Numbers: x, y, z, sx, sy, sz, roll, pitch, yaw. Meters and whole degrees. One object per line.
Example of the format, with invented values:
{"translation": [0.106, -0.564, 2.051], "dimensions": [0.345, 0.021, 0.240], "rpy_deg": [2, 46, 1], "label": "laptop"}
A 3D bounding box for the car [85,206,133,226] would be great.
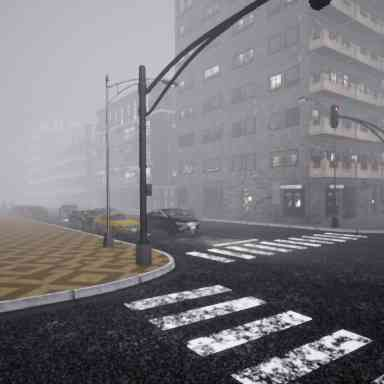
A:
{"translation": [-7.255, 1.994, 28.635], "dimensions": [2.033, 1.411, 5.357], "rpy_deg": [-1, -1, -37], "label": "car"}

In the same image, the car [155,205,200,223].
{"translation": [-1.424, 1.915, 30.461], "dimensions": [2.008, 1.369, 4.403], "rpy_deg": [-2, 0, -36], "label": "car"}

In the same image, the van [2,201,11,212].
{"translation": [-31.618, 2.433, 57.390], "dimensions": [1.690, 1.788, 3.998], "rpy_deg": [-2, 0, -36], "label": "van"}

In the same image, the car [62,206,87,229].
{"translation": [-8.175, 2.002, 25.498], "dimensions": [1.947, 1.339, 4.313], "rpy_deg": [-2, 0, -36], "label": "car"}

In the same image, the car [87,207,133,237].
{"translation": [-4.728, 1.865, 20.805], "dimensions": [1.752, 1.417, 4.829], "rpy_deg": [-2, 0, -36], "label": "car"}

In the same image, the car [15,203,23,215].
{"translation": [-21.566, 2.392, 43.722], "dimensions": [1.802, 1.307, 4.206], "rpy_deg": [-2, 0, -36], "label": "car"}

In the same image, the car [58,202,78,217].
{"translation": [-13.652, 2.131, 37.364], "dimensions": [1.837, 1.490, 4.892], "rpy_deg": [-1, -1, -36], "label": "car"}

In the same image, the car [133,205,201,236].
{"translation": [-1.397, 1.775, 20.663], "dimensions": [2.128, 1.511, 4.902], "rpy_deg": [-1, -1, -36], "label": "car"}

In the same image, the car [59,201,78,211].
{"translation": [-21.515, 2.366, 57.797], "dimensions": [1.967, 1.590, 4.097], "rpy_deg": [-2, 0, -36], "label": "car"}

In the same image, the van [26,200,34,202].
{"translation": [-41.607, 2.831, 85.133], "dimensions": [1.690, 1.788, 3.998], "rpy_deg": [-2, 0, -36], "label": "van"}

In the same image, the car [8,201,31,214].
{"translation": [-24.915, 2.449, 48.278], "dimensions": [1.887, 1.381, 4.507], "rpy_deg": [-2, 0, -36], "label": "car"}

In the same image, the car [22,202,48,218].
{"translation": [-18.219, 2.262, 39.166], "dimensions": [1.887, 1.381, 4.507], "rpy_deg": [-2, 0, -36], "label": "car"}
